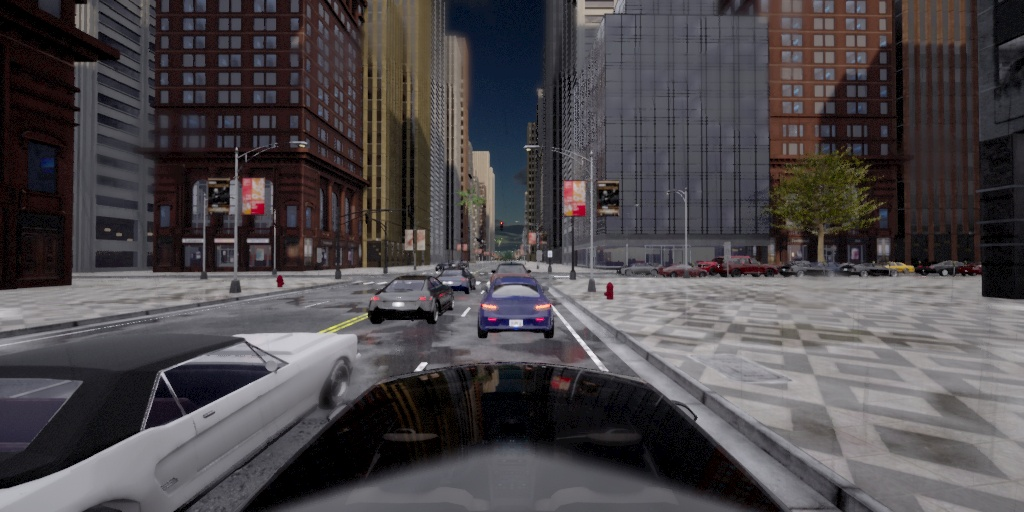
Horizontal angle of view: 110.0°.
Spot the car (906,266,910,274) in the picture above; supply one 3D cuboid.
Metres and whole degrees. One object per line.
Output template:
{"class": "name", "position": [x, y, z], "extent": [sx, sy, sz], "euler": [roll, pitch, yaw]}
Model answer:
{"class": "car", "position": [43.133, 1.294, 41.085], "extent": [4.829, 1.417, 1.751], "euler": [0, 0, -1]}

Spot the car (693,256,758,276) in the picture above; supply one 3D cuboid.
{"class": "car", "position": [22.517, 1.010, 37.977], "extent": [5.566, 2.045, 2.150], "euler": [0, -1, -1]}

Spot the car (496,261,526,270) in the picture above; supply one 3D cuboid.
{"class": "car", "position": [-0.034, 1.134, 19.012], "extent": [2.097, 1.767, 4.553], "euler": [0, 0, 0]}

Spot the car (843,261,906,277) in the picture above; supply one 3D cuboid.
{"class": "car", "position": [32.170, 1.258, 32.367], "extent": [4.313, 1.339, 1.948], "euler": [0, 0, -1]}

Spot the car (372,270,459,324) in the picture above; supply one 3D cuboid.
{"class": "car", "position": [-3.171, 1.326, 12.014], "extent": [1.994, 1.385, 4.181], "euler": [0, 0, 0]}

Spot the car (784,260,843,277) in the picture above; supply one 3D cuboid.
{"class": "car", "position": [26.533, 1.274, 32.269], "extent": [4.313, 1.339, 1.948], "euler": [0, 0, -1]}

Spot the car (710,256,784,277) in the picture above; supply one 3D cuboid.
{"class": "car", "position": [20.896, 1.039, 32.170], "extent": [5.009, 1.841, 2.192], "euler": [0, 0, -1]}

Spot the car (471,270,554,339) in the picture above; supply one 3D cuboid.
{"class": "car", "position": [0.088, 1.284, 10.027], "extent": [1.812, 1.442, 4.674], "euler": [0, 0, 0]}

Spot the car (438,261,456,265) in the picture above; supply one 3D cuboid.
{"class": "car", "position": [-9.941, 1.542, 52.742], "extent": [1.994, 1.385, 4.181], "euler": [0, 0, 0]}

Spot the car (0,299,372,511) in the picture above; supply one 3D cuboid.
{"class": "car", "position": [-3.156, 1.351, 3.191], "extent": [1.895, 1.301, 4.718], "euler": [0, 0, 0]}

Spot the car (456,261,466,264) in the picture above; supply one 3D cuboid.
{"class": "car", "position": [-9.937, 1.542, 63.028], "extent": [2.128, 1.511, 4.902], "euler": [0, 0, 0]}

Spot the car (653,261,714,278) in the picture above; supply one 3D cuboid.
{"class": "car", "position": [15.258, 1.326, 32.072], "extent": [4.207, 1.307, 1.802], "euler": [0, 0, -1]}

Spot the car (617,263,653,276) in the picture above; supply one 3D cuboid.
{"class": "car", "position": [13.214, 1.383, 37.813], "extent": [4.181, 1.385, 1.994], "euler": [0, -1, -1]}

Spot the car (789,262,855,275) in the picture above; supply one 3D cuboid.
{"class": "car", "position": [32.893, 1.306, 38.146], "extent": [5.357, 1.411, 2.033], "euler": [0, -1, -1]}

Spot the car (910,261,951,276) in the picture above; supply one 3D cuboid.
{"class": "car", "position": [42.735, 1.204, 35.178], "extent": [4.892, 1.490, 1.837], "euler": [0, -1, -1]}

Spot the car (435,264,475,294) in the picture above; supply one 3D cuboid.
{"class": "car", "position": [-3.187, 1.352, 20.402], "extent": [1.994, 1.385, 4.181], "euler": [0, 0, 0]}

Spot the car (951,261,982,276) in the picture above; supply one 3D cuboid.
{"class": "car", "position": [43.445, 1.212, 32.565], "extent": [4.507, 1.381, 1.888], "euler": [0, 0, -1]}
